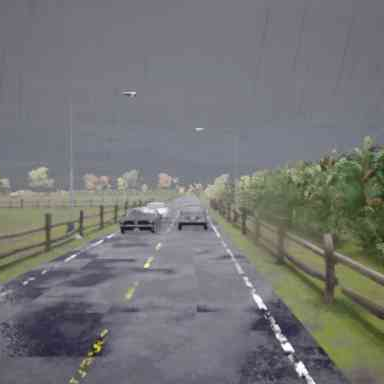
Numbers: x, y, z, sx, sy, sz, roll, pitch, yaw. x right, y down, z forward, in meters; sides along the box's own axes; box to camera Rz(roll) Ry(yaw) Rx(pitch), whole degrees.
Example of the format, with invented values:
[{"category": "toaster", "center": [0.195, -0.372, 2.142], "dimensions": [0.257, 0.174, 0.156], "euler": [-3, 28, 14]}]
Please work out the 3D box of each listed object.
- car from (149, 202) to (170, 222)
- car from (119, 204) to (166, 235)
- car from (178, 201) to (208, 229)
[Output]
[{"category": "car", "center": [-2.743, 1.527, 25.926], "dimensions": [1.812, 1.442, 4.674], "euler": [0, 0, 0]}, {"category": "car", "center": [-2.783, 1.581, 18.949], "dimensions": [1.895, 1.301, 4.718], "euler": [0, 0, 1]}, {"category": "car", "center": [0.069, 1.525, 21.417], "dimensions": [2.033, 1.411, 5.357], "euler": [0, 0, 1]}]
